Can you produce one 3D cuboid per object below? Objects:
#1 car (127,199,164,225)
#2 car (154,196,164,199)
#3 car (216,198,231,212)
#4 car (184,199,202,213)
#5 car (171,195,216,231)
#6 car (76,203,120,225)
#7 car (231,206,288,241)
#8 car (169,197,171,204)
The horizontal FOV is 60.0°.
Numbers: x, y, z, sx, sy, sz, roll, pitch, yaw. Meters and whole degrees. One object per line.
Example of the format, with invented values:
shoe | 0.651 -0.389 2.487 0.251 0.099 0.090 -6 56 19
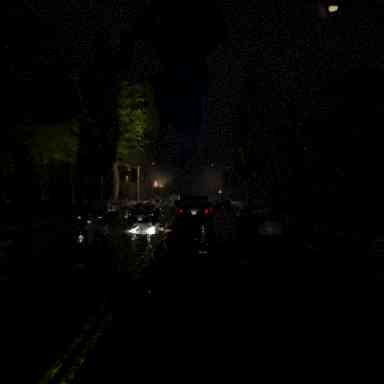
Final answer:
car | -3.344 1.483 23.807 2.128 1.511 4.902 0 0 0
car | -6.509 1.483 64.850 1.837 1.490 4.892 0 0 1
car | 3.357 1.465 37.629 2.128 1.511 4.902 0 0 0
car | 0.108 1.536 38.201 1.994 1.385 4.181 0 0 0
car | 0.104 1.216 20.676 2.150 2.045 5.566 0 0 0
car | -6.597 1.540 24.001 2.033 1.411 5.357 0 0 0
car | 3.353 1.476 16.741 1.882 1.535 5.008 0 0 0
car | -3.262 1.335 64.908 2.097 1.767 4.553 0 0 1
